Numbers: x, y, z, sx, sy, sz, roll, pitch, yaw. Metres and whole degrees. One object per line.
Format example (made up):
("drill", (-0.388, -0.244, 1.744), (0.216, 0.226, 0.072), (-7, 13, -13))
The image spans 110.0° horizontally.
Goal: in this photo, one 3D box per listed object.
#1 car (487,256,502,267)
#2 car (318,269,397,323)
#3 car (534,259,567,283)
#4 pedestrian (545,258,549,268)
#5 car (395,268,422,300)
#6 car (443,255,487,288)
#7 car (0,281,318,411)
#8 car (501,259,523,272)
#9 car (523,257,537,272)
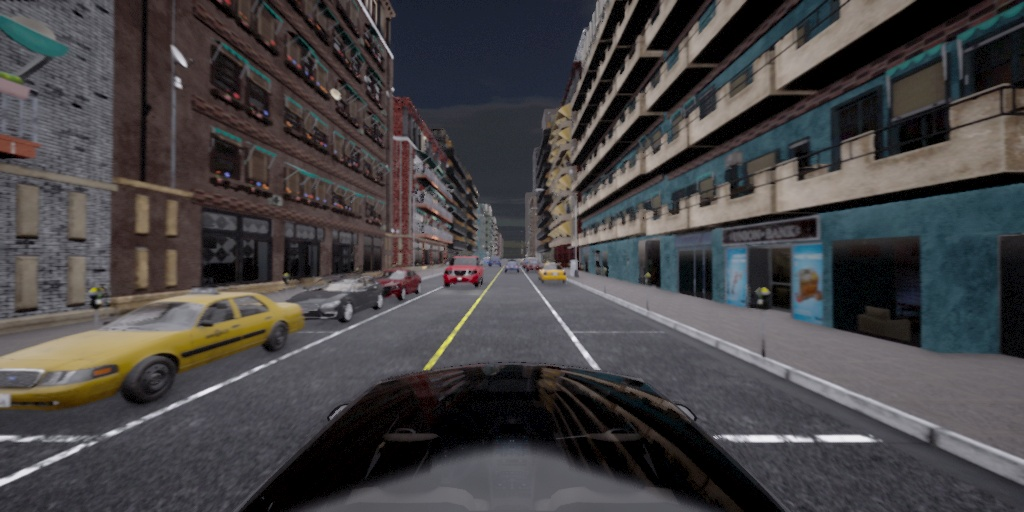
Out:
("car", (-3.043, 0.996, 65.131), (2.150, 2.045, 5.566), (0, 0, 0))
("car", (-5.694, 1.302, 12.058), (2.007, 1.370, 4.403), (0, 0, 0))
("car", (2.989, 1.210, 27.439), (1.801, 1.575, 5.366), (0, 0, 0))
("pedestrian", (2.988, 1.049, 30.441), (0.375, 1.860, 0.375), (1, -1, 0))
("car", (-5.697, 1.298, 17.582), (1.888, 1.381, 4.507), (0, 0, 0))
("car", (-3.109, 0.975, 24.073), (2.150, 2.045, 5.566), (0, 0, 0))
("car", (-5.692, 1.276, 6.365), (1.751, 1.417, 4.829), (0, 0, 0))
("car", (0.015, 1.308, 44.974), (2.033, 1.411, 5.357), (0, 0, 1))
("car", (2.674, 1.200, 45.188), (1.967, 1.591, 4.097), (0, 0, 0))
